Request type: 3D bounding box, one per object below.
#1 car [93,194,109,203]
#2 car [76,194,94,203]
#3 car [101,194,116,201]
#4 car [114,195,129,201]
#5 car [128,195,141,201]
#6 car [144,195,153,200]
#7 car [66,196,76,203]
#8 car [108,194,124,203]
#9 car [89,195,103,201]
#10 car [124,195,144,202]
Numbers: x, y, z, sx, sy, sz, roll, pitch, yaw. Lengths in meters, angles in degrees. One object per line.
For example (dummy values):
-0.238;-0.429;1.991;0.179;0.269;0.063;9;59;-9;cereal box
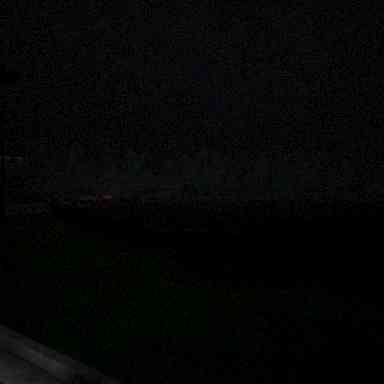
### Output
-19.792;1.751;75.325;1.895;1.301;4.718;0;0;10;car
-23.311;1.378;75.541;2.150;2.045;5.566;0;0;10;car
-21.461;1.372;85.734;2.097;1.767;4.553;0;0;10;car
-18.011;1.486;85.138;1.882;1.535;5.008;0;0;10;car
-14.567;1.552;84.513;1.994;1.385;4.181;0;0;10;car
-11.124;1.468;83.889;1.882;1.535;5.008;0;0;10;car
-26.759;1.712;76.136;2.033;1.411;5.357;0;0;10;car
-16.342;1.493;74.734;2.097;1.767;4.553;0;0;10;car
-24.899;1.549;86.388;1.812;1.442;4.674;0;0;10;car
-12.910;1.691;74.046;1.994;1.385;4.181;0;0;10;car
